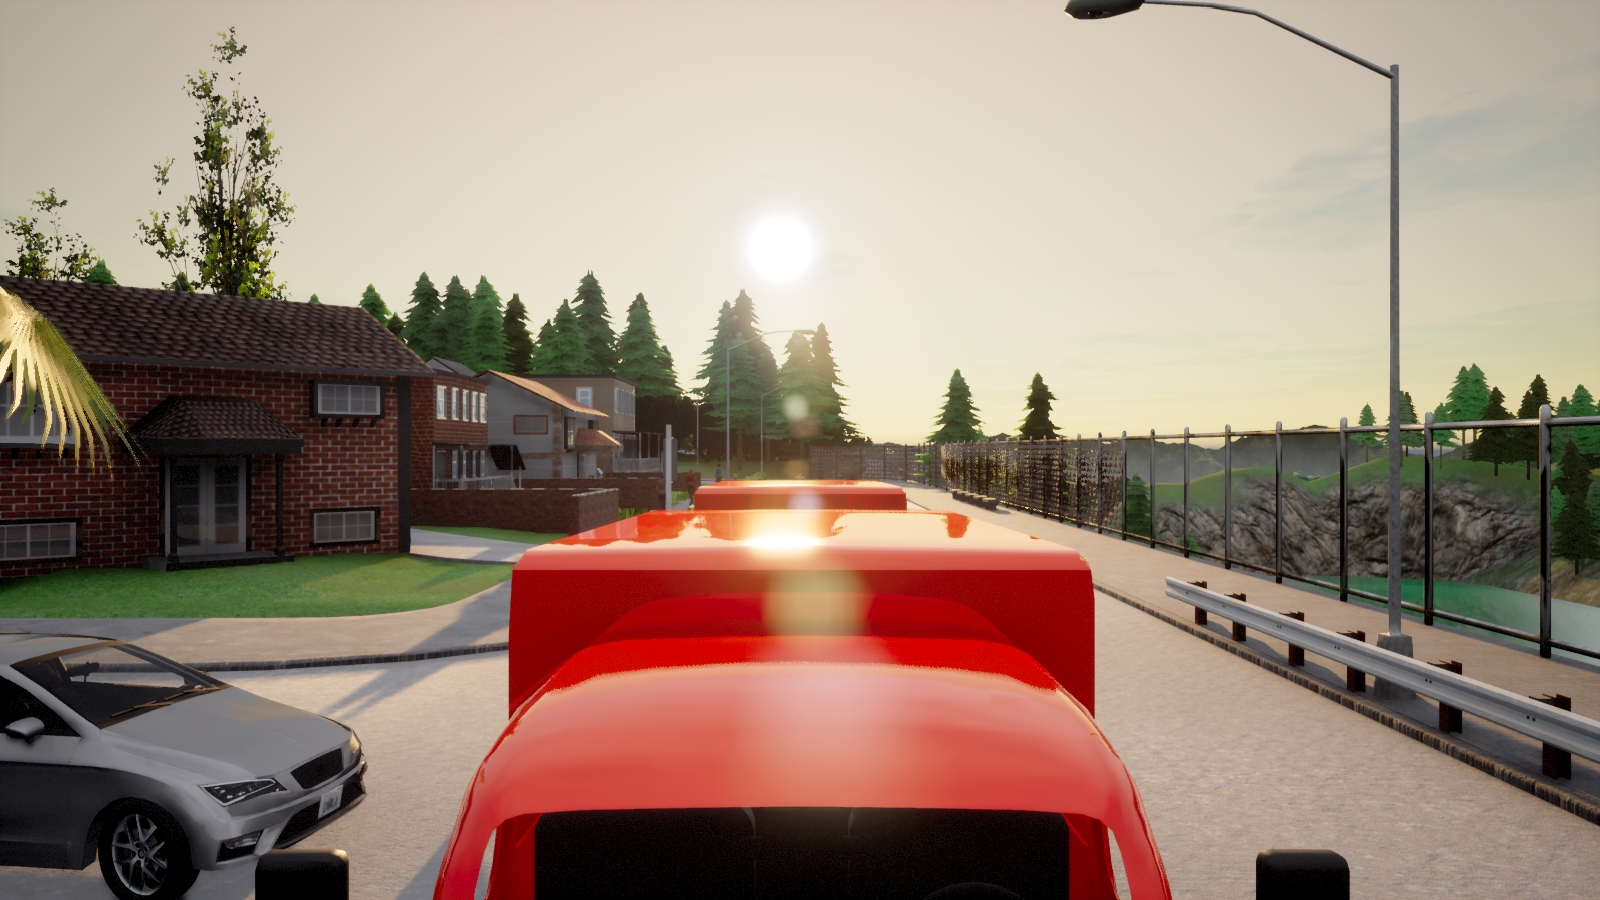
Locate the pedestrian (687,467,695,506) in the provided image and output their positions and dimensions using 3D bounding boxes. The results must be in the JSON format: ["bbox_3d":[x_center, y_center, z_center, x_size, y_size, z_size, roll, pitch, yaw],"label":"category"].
[{"bbox_3d":[-5.294,1.767,55.395,0.375,1.860,0.375,0,0,0],"label":"pedestrian"}]

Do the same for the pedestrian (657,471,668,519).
[{"bbox_3d":[-5.380,1.763,44.717,0.375,1.860,0.375,0,0,0],"label":"pedestrian"}]

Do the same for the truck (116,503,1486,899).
[{"bbox_3d":[0.003,1.571,4.792,2.627,2.467,5.204,0,0,0],"label":"truck"}]

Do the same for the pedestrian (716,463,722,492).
[{"bbox_3d":[-5.287,1.775,74.434,0.375,1.860,0.375,0,0,0],"label":"pedestrian"}]

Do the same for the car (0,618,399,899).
[{"bbox_3d":[-5.218,2.069,7.982,4.193,1.474,1.816,0,0,8],"label":"car"}]
